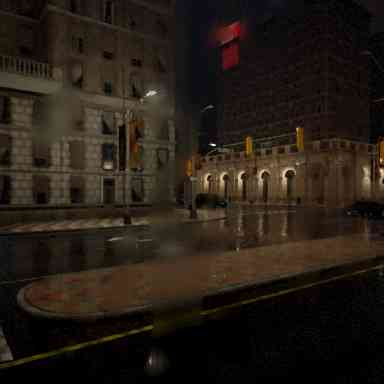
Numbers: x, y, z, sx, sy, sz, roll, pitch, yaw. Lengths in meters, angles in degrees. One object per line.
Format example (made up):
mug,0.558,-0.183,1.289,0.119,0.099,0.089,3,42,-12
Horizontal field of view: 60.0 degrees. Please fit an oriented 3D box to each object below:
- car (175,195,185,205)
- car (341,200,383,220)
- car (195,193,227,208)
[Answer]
car,-3.164,1.352,56.412,2.097,1.767,4.553,0,0,-35
car,14.744,1.505,28.495,4.892,1.490,1.837,0,0,-35
car,2.670,1.221,48.161,2.150,2.045,5.566,0,0,-35
